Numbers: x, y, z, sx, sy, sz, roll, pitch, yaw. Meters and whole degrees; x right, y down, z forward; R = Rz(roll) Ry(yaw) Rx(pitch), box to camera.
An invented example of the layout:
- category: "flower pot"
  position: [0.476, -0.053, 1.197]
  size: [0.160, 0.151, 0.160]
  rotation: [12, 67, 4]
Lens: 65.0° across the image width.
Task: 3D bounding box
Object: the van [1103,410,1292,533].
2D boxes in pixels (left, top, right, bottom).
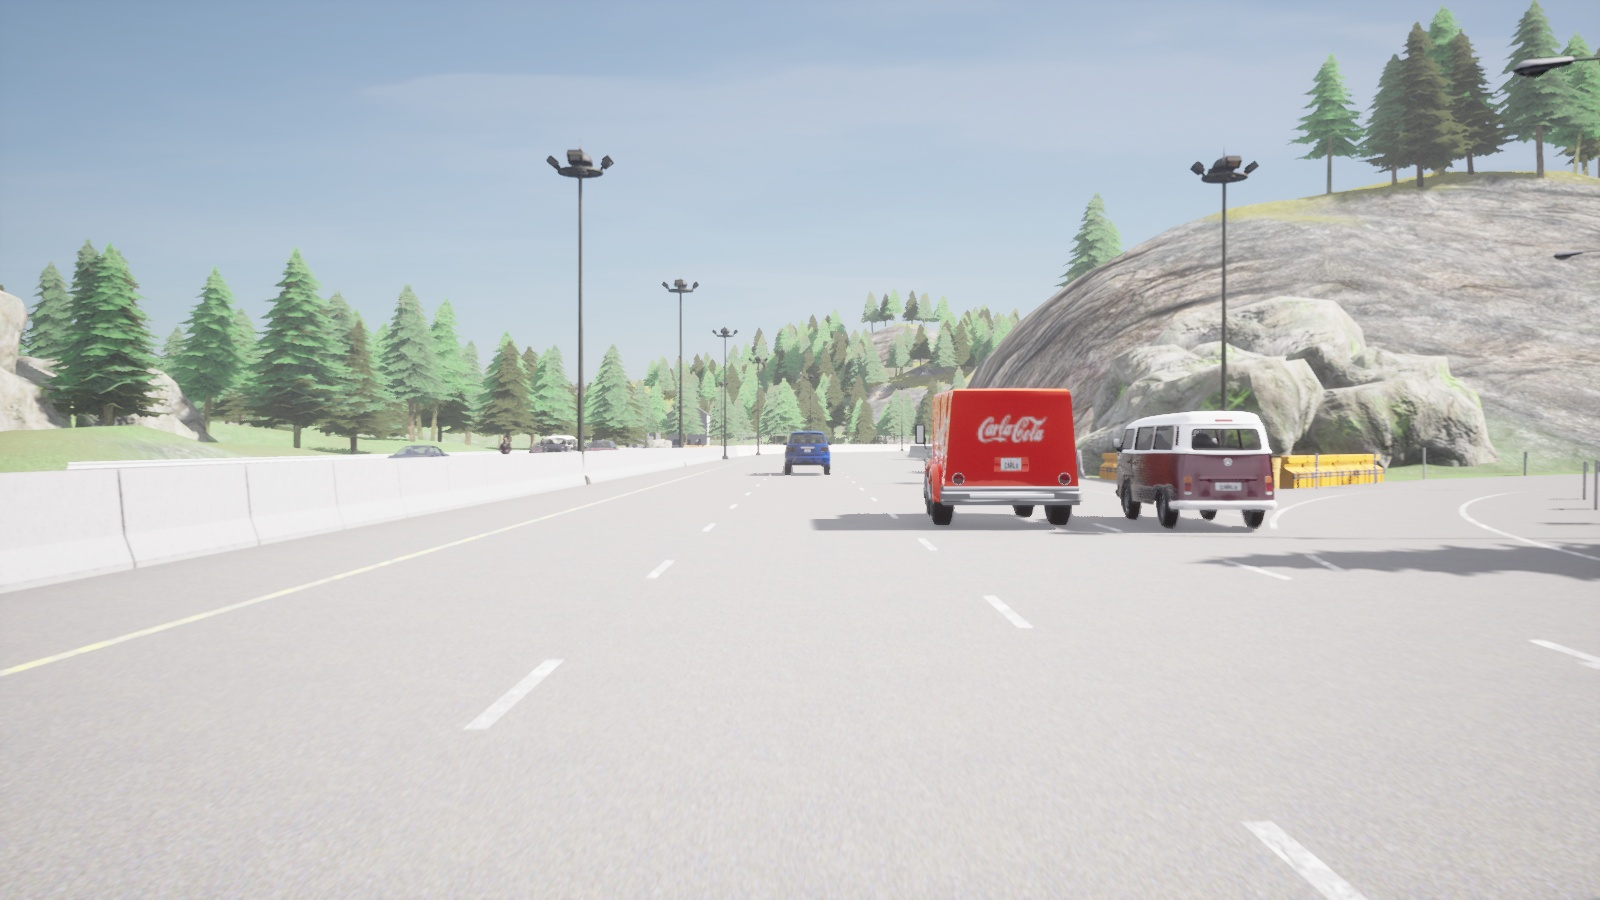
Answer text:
- category: "van"
  position: [7.147, 0.346, 23.109]
  size: [2.069, 2.038, 4.480]
  rotation: [0, 0, 0]

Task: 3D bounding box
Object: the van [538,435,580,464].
- category: "van"
  position: [-16.980, -0.043, 88.747]
  size: [2.069, 2.038, 4.480]
  rotation: [0, 0, 0]

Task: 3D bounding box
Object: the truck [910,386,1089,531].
- category: "truck"
  position: [3.653, 0.128, 24.137]
  size: [2.627, 2.467, 5.204]
  rotation: [0, 0, 0]

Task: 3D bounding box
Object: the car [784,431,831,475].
- category: "car"
  position: [0.362, 0.123, 60.842]
  size: [2.150, 2.045, 5.566]
  rotation: [0, 0, 0]

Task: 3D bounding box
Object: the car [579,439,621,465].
- category: "car"
  position: [-13.501, 0.115, 85.067]
  size: [2.097, 1.767, 4.553]
  rotation: [0, 0, 0]

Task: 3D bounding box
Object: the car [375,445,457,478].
- category: "car"
  position: [-17.164, 0.463, 56.391]
  size: [2.033, 1.411, 5.357]
  rotation: [0, 0, 0]
